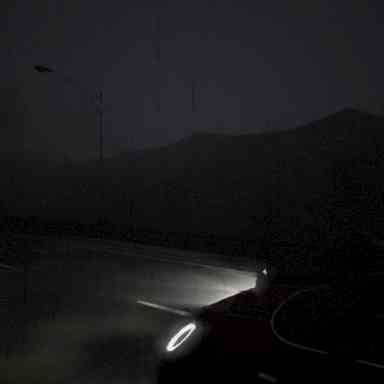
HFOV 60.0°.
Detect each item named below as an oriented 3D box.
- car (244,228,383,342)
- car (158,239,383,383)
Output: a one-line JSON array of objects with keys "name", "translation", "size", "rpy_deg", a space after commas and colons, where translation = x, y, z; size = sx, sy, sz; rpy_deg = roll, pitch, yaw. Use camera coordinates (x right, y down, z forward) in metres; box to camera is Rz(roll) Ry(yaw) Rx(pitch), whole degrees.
[{"name": "car", "translation": [3.278, 1.562, 5.948], "size": [4.181, 1.385, 1.994], "rpy_deg": [0, 0, 36]}, {"name": "car", "translation": [1.881, 1.351, 2.644], "size": [4.553, 1.767, 2.097], "rpy_deg": [0, 0, 36]}]
